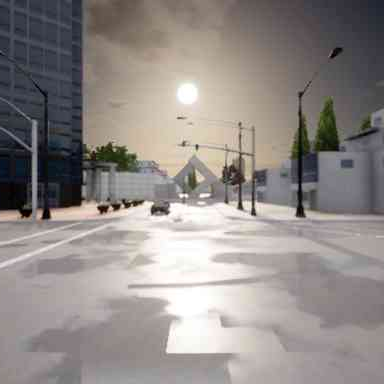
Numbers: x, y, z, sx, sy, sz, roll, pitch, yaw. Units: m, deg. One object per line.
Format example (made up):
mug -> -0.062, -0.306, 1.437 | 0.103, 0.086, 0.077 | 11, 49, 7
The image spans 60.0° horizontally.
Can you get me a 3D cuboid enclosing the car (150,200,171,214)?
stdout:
car -> -3.204, 1.555, 35.086 | 2.033, 1.411, 5.357 | 0, 0, 1
